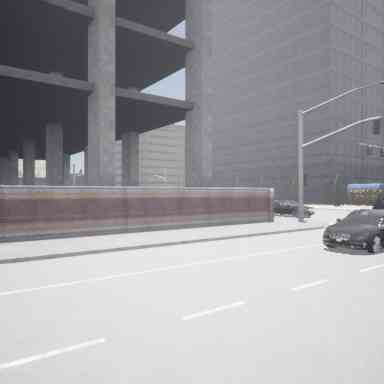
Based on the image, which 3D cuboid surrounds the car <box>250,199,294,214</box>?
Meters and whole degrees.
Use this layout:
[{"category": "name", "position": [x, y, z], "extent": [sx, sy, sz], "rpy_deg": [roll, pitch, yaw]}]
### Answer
[{"category": "car", "position": [8.704, 1.525, 36.513], "extent": [1.812, 1.442, 4.674], "rpy_deg": [0, 0, -36]}]

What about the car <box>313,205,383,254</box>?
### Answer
[{"category": "car", "position": [7.273, 1.505, 13.555], "extent": [4.892, 1.490, 1.837], "rpy_deg": [0, 1, -37]}]

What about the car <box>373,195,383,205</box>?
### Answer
[{"category": "car", "position": [16.808, 1.223, 25.354], "extent": [2.150, 2.045, 5.566], "rpy_deg": [0, 0, -36]}]

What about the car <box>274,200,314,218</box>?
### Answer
[{"category": "car", "position": [8.819, 1.492, 30.337], "extent": [2.128, 1.511, 4.902], "rpy_deg": [0, 0, -34]}]
